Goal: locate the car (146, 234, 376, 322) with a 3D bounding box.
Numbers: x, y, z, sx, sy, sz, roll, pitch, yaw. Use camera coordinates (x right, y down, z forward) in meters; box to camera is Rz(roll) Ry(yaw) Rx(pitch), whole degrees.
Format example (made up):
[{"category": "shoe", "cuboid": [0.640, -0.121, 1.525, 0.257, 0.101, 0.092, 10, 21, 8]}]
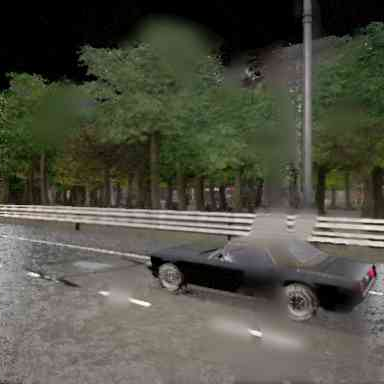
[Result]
[{"category": "car", "cuboid": [1.250, 1.604, 7.275, 4.718, 1.301, 1.895, 0, 0, 36]}]
